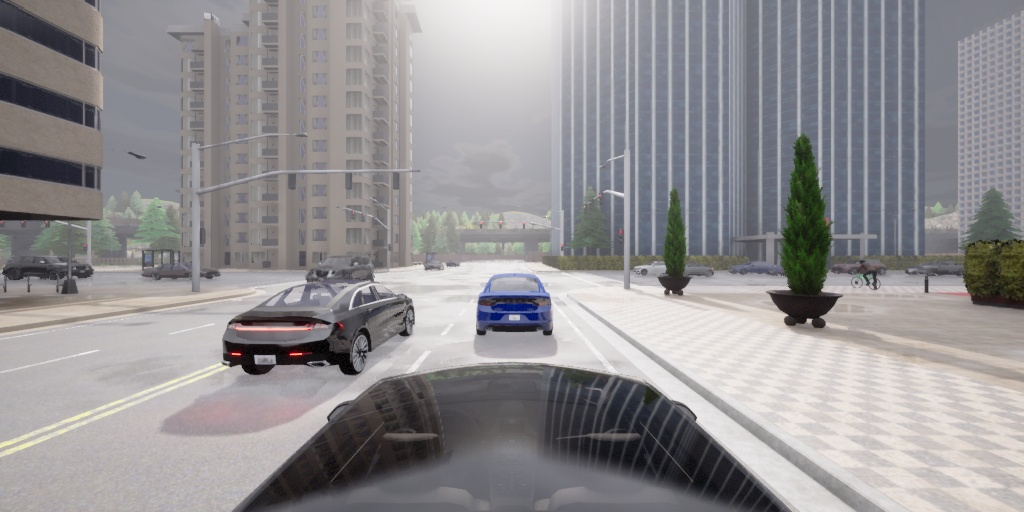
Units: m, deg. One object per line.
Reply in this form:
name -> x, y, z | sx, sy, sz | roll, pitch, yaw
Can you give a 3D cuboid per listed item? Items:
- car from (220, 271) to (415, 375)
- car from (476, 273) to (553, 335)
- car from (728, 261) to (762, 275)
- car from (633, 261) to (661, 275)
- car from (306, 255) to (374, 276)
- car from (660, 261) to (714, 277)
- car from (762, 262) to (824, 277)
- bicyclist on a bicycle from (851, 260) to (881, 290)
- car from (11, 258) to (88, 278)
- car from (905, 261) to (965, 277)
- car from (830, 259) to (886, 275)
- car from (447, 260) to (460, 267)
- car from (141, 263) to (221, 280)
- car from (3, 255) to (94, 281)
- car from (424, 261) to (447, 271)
car -> -3.446, 1.242, 7.455 | 2.128, 1.511, 4.902 | 0, 0, 0
car -> 0.071, 1.228, 10.493 | 1.882, 1.535, 5.008 | 0, 0, 0
car -> 25.493, 1.276, 37.965 | 4.674, 1.442, 1.812 | 0, 0, 0
car -> 15.190, 1.276, 37.863 | 4.674, 1.442, 1.812 | 0, 0, -1
car -> -10.612, 0.971, 22.688 | 2.150, 2.045, 5.566 | 0, 0, 0
car -> 16.993, 1.314, 34.382 | 4.181, 1.385, 1.994 | 0, 0, -1
car -> 27.264, 1.275, 34.482 | 4.674, 1.442, 1.812 | 0, 0, 0
bicyclist on a bicycle -> 19.632, 1.051, 19.926 | 0.582, 1.620, 1.656 | 0, 0, -1
car -> -43.385, 1.102, 33.732 | 4.553, 1.767, 2.097 | 0, 0, -1
car -> 40.967, 1.241, 34.602 | 4.902, 1.511, 2.128 | 0, 0, 0
car -> 36.687, 1.103, 38.073 | 4.553, 1.767, 2.097 | 0, 0, 0
car -> -10.592, 1.351, 64.096 | 1.895, 1.301, 4.718 | 0, 0, 0
car -> -27.823, 1.297, 30.204 | 5.357, 1.411, 2.033 | 0, 0, -1
car -> -38.835, 0.972, 30.106 | 5.566, 2.045, 2.150 | 0, 0, 0
car -> -10.624, 1.313, 49.043 | 1.994, 1.385, 4.181 | 0, 0, 0
